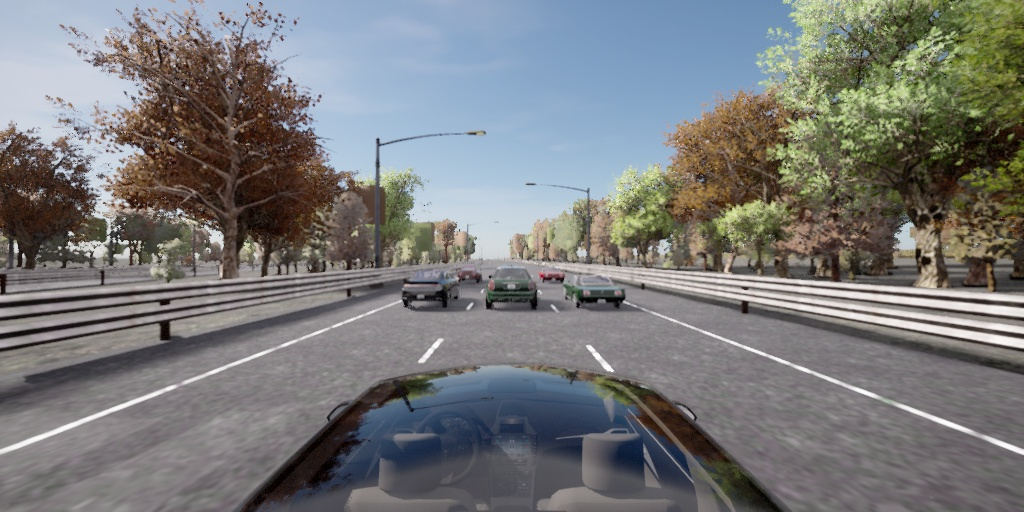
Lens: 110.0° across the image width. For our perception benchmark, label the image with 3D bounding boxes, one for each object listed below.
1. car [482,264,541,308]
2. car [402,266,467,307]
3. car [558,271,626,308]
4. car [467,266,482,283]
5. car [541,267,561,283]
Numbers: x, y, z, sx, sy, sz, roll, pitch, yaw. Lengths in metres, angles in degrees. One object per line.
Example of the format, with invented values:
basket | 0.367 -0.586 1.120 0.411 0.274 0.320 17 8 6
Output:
car | -0.028 1.234 16.036 2.097 1.767 4.553 0 -1 0
car | -3.528 1.378 16.235 2.128 1.511 4.902 0 0 0
car | 3.471 1.485 16.084 1.895 1.301 4.718 0 0 0
car | -3.647 1.548 31.348 1.812 1.442 4.674 0 0 0
car | 3.353 1.622 31.135 1.895 1.301 4.718 0 0 -1
